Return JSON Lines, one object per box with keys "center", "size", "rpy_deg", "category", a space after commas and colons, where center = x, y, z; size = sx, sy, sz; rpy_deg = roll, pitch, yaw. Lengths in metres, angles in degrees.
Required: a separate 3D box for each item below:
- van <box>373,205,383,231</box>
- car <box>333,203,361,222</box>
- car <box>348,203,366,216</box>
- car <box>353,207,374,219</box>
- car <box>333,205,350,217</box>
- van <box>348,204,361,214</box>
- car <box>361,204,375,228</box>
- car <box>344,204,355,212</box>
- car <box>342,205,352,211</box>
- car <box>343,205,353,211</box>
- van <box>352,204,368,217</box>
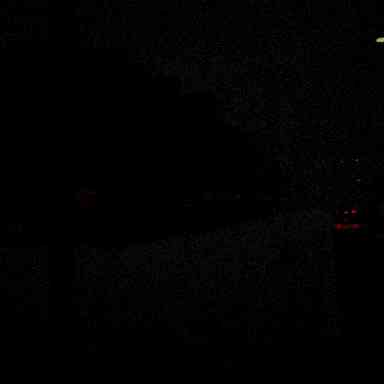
{"center": [14.174, 1.932, 23.426], "size": [1.690, 1.788, 3.998], "rpy_deg": [-3, -3, 22], "category": "van"}
{"center": [17.112, 2.295, 37.247], "size": [2.150, 2.045, 5.566], "rpy_deg": [-2, -2, 22], "category": "car"}
{"center": [26.655, 2.815, 53.802], "size": [2.192, 1.841, 5.009], "rpy_deg": [-3, -3, 22], "category": "car"}
{"center": [22.501, 2.747, 43.667], "size": [2.008, 1.369, 4.403], "rpy_deg": [-3, -3, 22], "category": "car"}
{"center": [22.078, 2.785, 49.324], "size": [2.097, 1.767, 4.553], "rpy_deg": [-2, -2, 22], "category": "car"}
{"center": [28.736, 2.993, 58.863], "size": [1.690, 1.788, 3.998], "rpy_deg": [-3, -3, 22], "category": "van"}
{"center": [16.251, 2.057, 28.488], "size": [2.192, 1.841, 5.009], "rpy_deg": [-3, -3, 22], "category": "car"}
{"center": [34.981, 3.546, 74.047], "size": [1.967, 1.590, 4.097], "rpy_deg": [-3, -3, 22], "category": "car"}
{"center": [39.145, 3.959, 84.168], "size": [2.008, 1.369, 4.403], "rpy_deg": [-3, -3, 22], "category": "car"}
{"center": [37.128, 3.787, 79.264], "size": [1.752, 1.417, 4.829], "rpy_deg": [-3, -3, 22], "category": "car"}
{"center": [24.576, 2.690, 48.738], "size": [1.690, 1.788, 3.998], "rpy_deg": [-3, -3, 22], "category": "van"}
